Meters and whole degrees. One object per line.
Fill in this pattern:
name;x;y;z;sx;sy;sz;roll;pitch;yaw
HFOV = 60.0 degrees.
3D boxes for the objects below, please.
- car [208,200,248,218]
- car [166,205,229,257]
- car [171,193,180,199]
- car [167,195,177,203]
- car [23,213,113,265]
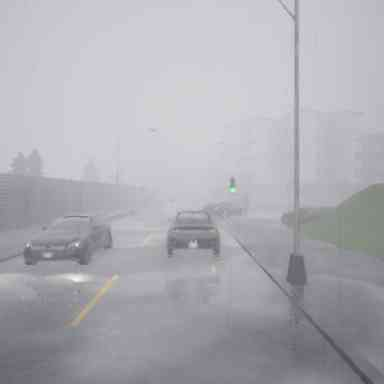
car;2.887;1.486;28.252;1.837;1.490;4.892;-4;-2;41
car;0.058;1.481;12.981;2.128;1.511;4.902;0;0;0
car;-4.030;1.092;83.249;2.033;1.411;5.357;0;0;0
car;-4.027;1.448;67.739;1.837;1.490;4.892;0;0;0
car;-4.076;1.517;11.731;1.812;1.442;4.674;0;0;0
